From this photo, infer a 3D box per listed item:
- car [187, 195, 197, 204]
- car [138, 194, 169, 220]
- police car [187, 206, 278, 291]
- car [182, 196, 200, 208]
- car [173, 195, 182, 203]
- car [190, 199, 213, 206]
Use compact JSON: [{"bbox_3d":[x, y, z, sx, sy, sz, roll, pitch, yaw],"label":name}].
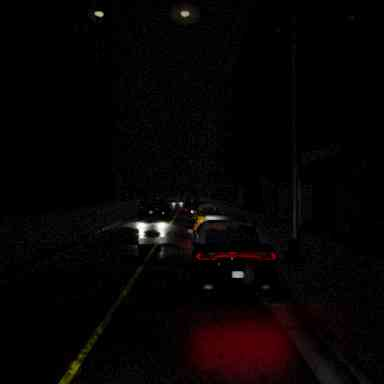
[{"bbox_3d":[0.004,1.402,60.820,1.882,1.535,5.008,0,0,0],"label":"car"},{"bbox_3d":[-3.098,1.167,27.798,2.150,2.045,5.566,0,0,0],"label":"car"},{"bbox_3d":[0.901,1.404,9.096,1.930,1.638,5.238,0,0,0],"label":"police car"},{"bbox_3d":[0.016,1.281,46.897,2.097,1.767,4.553,0,0,0],"label":"car"},{"bbox_3d":[-2.996,1.444,69.142,1.812,1.442,4.674,0,0,0],"label":"car"},{"bbox_3d":[0.901,1.414,19.178,1.801,1.575,5.366,0,0,0],"label":"car"}]
